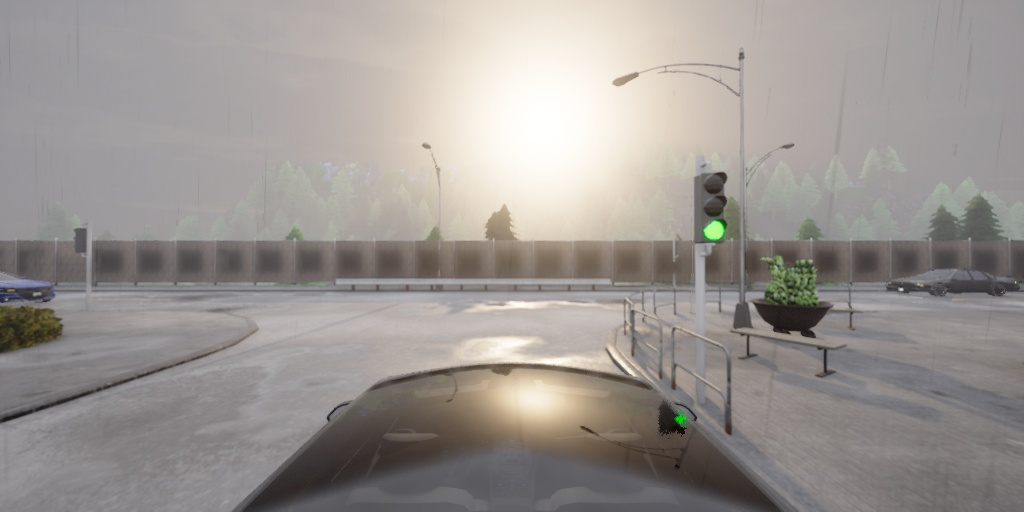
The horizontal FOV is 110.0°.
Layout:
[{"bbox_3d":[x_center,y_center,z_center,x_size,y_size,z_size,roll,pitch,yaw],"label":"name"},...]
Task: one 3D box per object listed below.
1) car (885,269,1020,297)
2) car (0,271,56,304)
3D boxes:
[{"bbox_3d":[23.362,1.397,19.078,5.357,1.411,2.033,0,0,0],"label":"car"},{"bbox_3d":[-22.142,1.303,14.842,5.008,1.535,1.882,0,0,0],"label":"car"}]
